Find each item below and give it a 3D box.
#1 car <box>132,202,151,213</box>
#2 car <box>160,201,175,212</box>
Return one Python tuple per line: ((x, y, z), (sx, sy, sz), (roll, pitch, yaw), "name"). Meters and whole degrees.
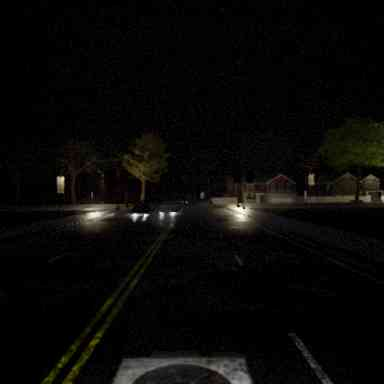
((-6.556, 2.041, 43.405), (1.994, 1.385, 4.181), (0, -1, 0), "car")
((-3.294, 2.028, 45.823), (1.812, 1.442, 4.674), (0, -1, 0), "car")
